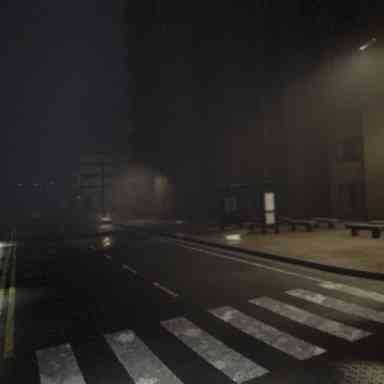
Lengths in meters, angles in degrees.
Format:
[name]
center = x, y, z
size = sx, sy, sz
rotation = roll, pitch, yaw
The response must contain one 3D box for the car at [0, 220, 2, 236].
[car]
center = -14.251, 2.346, 22.675
size = 2.097, 1.767, 4.553
rotation = -2, -1, -28
